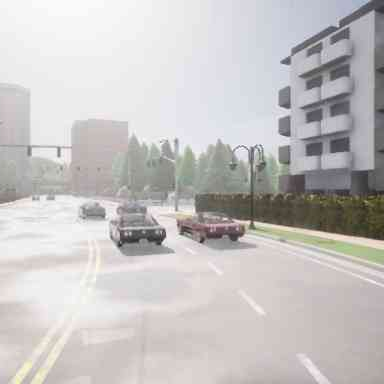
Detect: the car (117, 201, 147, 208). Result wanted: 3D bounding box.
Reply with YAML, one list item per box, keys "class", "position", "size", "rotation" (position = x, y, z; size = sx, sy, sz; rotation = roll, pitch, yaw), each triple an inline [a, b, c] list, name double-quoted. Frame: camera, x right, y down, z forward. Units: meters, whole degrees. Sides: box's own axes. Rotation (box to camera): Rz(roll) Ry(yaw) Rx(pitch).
- class: "car"
  position: [-5.523, 1.562, 30.262]
  size: [2.033, 1.411, 5.357]
  rotation: [0, 0, -24]

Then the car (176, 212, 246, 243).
- class: "car"
  position: [0.685, 1.615, 16.134]
  size: [1.895, 1.301, 4.718]
  rotation: [0, 0, -19]

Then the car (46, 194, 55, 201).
- class: "car"
  position: [-36.321, 1.347, 85.633]
  size: [2.097, 1.767, 4.553]
  rotation: [0, 0, -23]

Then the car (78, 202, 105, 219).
- class: "car"
  position: [-8.710, 1.562, 28.814]
  size: [2.033, 1.411, 5.357]
  rotation: [0, 0, -24]

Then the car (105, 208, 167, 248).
- class: "car"
  position: [-2.617, 1.615, 14.975]
  size: [1.895, 1.301, 4.718]
  rotation: [0, 0, -19]

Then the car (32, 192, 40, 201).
- class: "car"
  position: [-39.533, 1.517, 84.243]
  size: [2.128, 1.511, 4.902]
  rotation: [0, 0, -23]
